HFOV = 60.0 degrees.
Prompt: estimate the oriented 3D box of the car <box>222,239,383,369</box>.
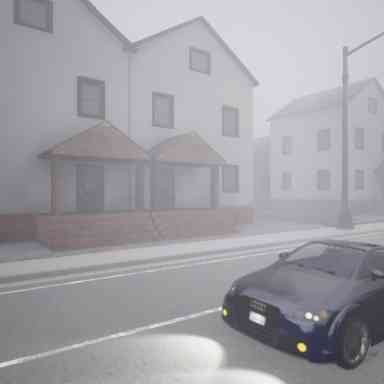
[{"bbox_3d":[2.542,1.563,5.745,4.181,1.385,1.994,0,0,-35],"label":"car"}]
